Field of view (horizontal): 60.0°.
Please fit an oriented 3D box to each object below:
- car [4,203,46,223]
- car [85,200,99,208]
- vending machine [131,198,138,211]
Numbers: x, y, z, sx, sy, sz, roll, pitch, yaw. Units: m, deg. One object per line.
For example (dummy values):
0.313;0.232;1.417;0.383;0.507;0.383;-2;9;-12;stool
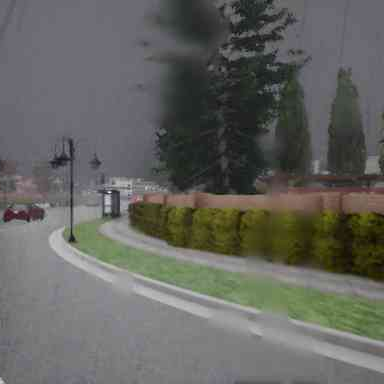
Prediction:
-14.859;1.749;29.868;2.097;1.767;4.553;0;-1;-4;car
-20.421;2.502;68.188;1.882;1.535;5.008;0;-1;-3;car
-9.359;2.037;54.222;1.100;2.100;0.880;0;-1;-3;vending machine
